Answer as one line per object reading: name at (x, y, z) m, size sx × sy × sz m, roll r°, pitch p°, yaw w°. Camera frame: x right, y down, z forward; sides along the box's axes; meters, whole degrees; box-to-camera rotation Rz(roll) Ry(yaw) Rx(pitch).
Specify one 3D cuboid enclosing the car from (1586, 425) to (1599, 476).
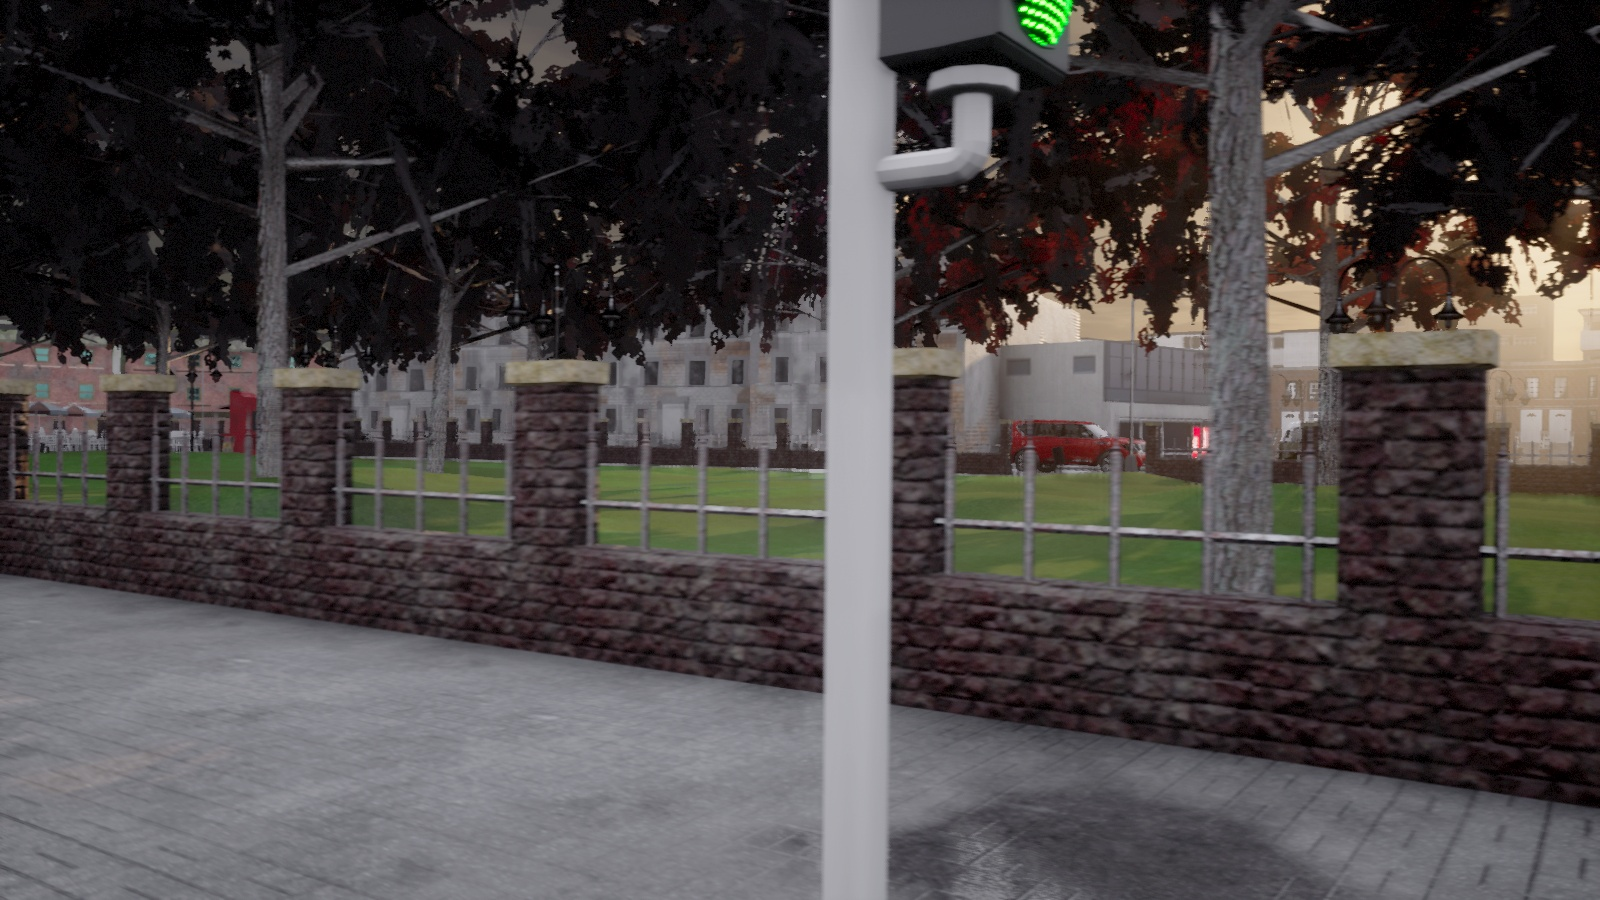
car at (25.811, -0.001, 36.643) m, size 4.792 × 1.488 × 2.163 m, roll 0°, pitch 1°, yaw 34°

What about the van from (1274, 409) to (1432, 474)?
van at (18.317, -0.282, 41.651) m, size 4.480 × 2.038 × 2.069 m, roll 0°, pitch 1°, yaw 34°

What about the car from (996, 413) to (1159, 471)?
car at (10.338, -0.293, 46.987) m, size 5.566 × 2.045 × 2.150 m, roll 0°, pitch 1°, yaw 33°
